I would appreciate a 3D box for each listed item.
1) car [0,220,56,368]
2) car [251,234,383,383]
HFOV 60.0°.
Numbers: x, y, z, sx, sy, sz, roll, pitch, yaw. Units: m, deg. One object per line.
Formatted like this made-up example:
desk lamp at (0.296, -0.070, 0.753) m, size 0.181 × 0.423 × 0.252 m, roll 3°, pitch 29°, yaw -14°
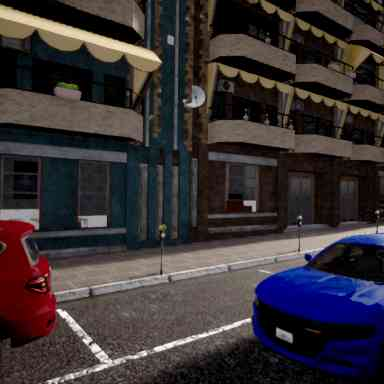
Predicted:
car at (-4.131, 1.314, 3.588) m, size 5.009 × 1.841 × 2.192 m, roll 0°, pitch 1°, yaw -36°
car at (3.155, 1.482, 5.522) m, size 5.008 × 1.535 × 1.882 m, roll 0°, pitch 0°, yaw -36°
